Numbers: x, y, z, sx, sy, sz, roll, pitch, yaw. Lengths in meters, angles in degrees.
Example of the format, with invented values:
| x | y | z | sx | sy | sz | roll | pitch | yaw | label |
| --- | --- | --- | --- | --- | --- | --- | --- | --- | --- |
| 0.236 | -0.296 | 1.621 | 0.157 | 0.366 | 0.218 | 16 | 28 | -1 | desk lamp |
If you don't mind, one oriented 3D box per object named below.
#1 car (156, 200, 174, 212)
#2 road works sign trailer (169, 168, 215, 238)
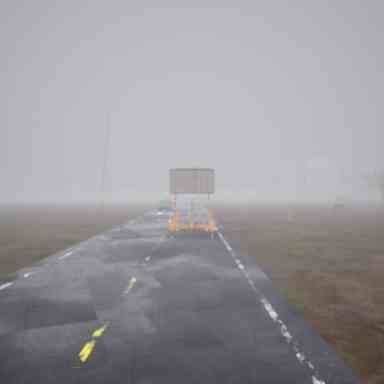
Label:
| x | y | z | sx | sy | sz | roll | pitch | yaw | label |
| --- | --- | --- | --- | --- | --- | --- | --- | --- | --- |
| -3.092 | 1.626 | 39.624 | 2.033 | 1.411 | 5.357 | 0 | 0 | 0 | car |
| 0.001 | 0.499 | 17.796 | 2.380 | 3.560 | 2.880 | 0 | 0 | 0 | road works sign trailer |
